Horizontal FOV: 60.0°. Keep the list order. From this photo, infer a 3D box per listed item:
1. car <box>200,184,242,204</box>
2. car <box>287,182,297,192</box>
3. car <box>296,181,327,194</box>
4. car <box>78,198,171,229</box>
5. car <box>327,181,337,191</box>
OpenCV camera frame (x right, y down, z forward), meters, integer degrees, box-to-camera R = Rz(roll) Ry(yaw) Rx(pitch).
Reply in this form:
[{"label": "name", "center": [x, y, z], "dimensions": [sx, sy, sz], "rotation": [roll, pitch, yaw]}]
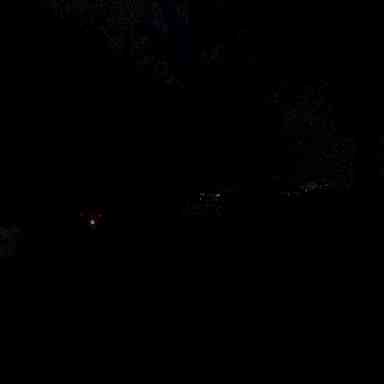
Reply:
[{"label": "car", "center": [2.625, 0.073, 29.821], "dimensions": [2.097, 1.767, 4.553], "rotation": [1, 3, 36]}, {"label": "car", "center": [14.818, -0.686, 46.770], "dimensions": [1.994, 1.385, 4.181], "rotation": [1, 3, 34]}, {"label": "car", "center": [14.987, -0.506, 41.606], "dimensions": [1.812, 1.442, 4.674], "rotation": [1, 3, 35]}, {"label": "car", "center": [-3.169, 0.970, 16.727], "dimensions": [1.895, 1.301, 4.718], "rotation": [1, 3, 36]}, {"label": "car", "center": [20.620, -0.978, 50.239], "dimensions": [2.033, 1.411, 5.357], "rotation": [0, 3, 32]}]
